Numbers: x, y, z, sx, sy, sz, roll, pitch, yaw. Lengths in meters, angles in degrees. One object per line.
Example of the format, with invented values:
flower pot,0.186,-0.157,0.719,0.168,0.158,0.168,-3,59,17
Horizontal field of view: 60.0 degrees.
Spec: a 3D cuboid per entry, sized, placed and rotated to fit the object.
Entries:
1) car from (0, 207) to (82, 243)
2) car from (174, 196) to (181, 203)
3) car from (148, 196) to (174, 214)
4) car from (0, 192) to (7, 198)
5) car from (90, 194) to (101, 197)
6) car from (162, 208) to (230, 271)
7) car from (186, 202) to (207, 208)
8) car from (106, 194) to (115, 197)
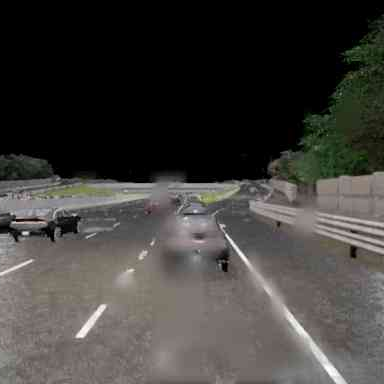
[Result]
car,-6.863,1.491,16.149,2.128,1.511,4.902,0,0,0
car,-3.339,1.474,67.478,1.882,1.535,5.008,0,0,0
car,-3.377,1.352,35.556,2.097,1.767,4.553,0,0,0
car,-45.312,0.742,78.772,1.895,1.301,4.718,0,2,-16
car,-24.401,1.391,84.193,1.837,1.490,4.892,0,0,0
car,0.119,1.491,10.865,2.128,1.511,4.902,0,0,0
car,0.411,1.564,29.541,1.994,1.385,4.181,0,0,3
car,-20.900,1.487,84.199,1.895,1.301,4.718,0,0,0
